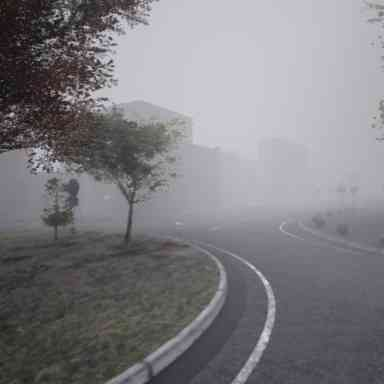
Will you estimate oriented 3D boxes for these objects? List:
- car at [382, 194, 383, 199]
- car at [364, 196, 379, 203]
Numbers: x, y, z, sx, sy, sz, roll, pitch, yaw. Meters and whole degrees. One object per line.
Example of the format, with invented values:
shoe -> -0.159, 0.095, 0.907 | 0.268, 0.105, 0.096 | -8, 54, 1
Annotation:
car -> 46.181, 0.948, 78.392 | 1.882, 1.535, 5.008 | 0, 1, 38
car -> 34.246, 1.420, 63.321 | 1.895, 1.301, 4.718 | 0, 1, 38
